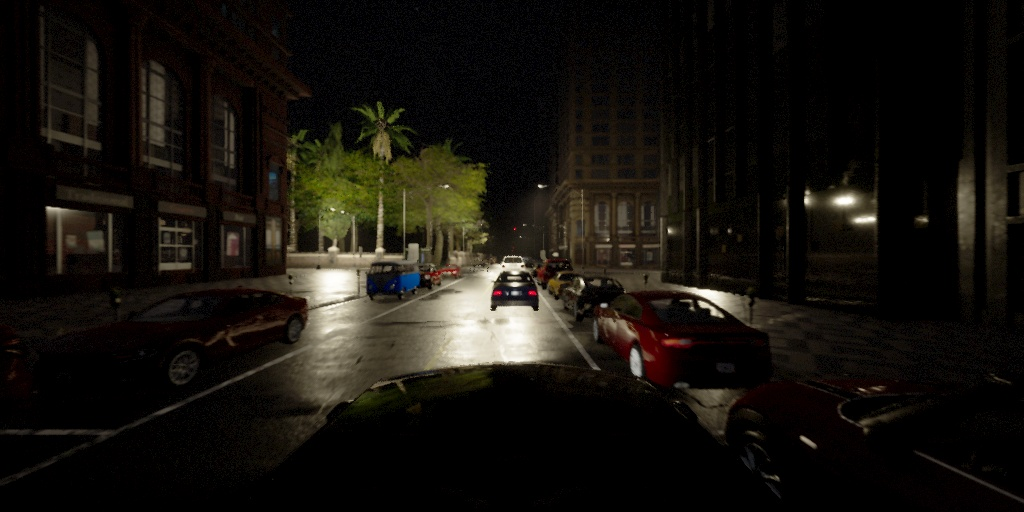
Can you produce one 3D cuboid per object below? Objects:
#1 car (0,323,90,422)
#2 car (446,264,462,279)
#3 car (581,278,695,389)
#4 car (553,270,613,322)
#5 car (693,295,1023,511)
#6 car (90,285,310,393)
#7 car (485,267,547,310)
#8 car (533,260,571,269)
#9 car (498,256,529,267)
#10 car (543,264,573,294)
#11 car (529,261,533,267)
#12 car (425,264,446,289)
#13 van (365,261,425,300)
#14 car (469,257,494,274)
[{"bbox_3d":[-5.763,1.064,1.438,2.192,1.841,5.009,0,0,0],"label":"car"},{"bbox_3d":[-5.768,1.437,33.995,1.802,1.307,4.207,0,0,0],"label":"car"},{"bbox_3d":[2.760,1.312,6.852,1.888,1.381,4.507,0,0,0],"label":"car"},{"bbox_3d":[2.761,1.336,12.277,2.007,1.370,4.403,0,0,0],"label":"car"},{"bbox_3d":[2.762,1.189,1.427,1.967,1.591,4.097,0,0,0],"label":"car"},{"bbox_3d":[-5.764,1.312,6.864,1.888,1.381,4.507,0,0,0],"label":"car"},{"bbox_3d":[0.099,1.342,14.832,2.033,1.411,5.357,0,0,0],"label":"car"},{"bbox_3d":[2.759,1.136,23.128,2.192,1.841,5.009,0,0,0],"label":"car"},{"bbox_3d":[0.096,1.066,32.531,2.150,2.045,5.566,0,-1,0],"label":"car"},{"bbox_3d":[2.760,1.329,17.872,1.751,1.417,4.829,0,0,0],"label":"car"},{"bbox_3d":[2.758,1.421,33.978,1.948,1.339,4.313,0,0,0],"label":"car"},{"bbox_3d":[-5.766,1.261,23.142,1.967,1.591,4.097,0,0,0],"label":"car"},{"bbox_3d":[-5.765,1.145,17.716,1.690,1.789,3.998,0,0,0],"label":"van"},{"bbox_3d":[-3.005,0.973,34.761,1.837,1.490,4.892,0,0,0],"label":"car"}]
